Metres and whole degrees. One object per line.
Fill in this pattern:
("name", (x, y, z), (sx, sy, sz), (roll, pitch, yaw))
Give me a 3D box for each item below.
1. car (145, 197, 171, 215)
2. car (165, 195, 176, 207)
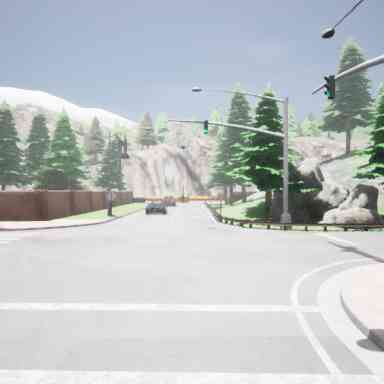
("car", (-3.602, 1.561, 34.288), (1.994, 1.385, 4.181), (0, 0, 0))
("car", (-3.554, 1.347, 50.879), (2.097, 1.767, 4.553), (0, 0, 0))
